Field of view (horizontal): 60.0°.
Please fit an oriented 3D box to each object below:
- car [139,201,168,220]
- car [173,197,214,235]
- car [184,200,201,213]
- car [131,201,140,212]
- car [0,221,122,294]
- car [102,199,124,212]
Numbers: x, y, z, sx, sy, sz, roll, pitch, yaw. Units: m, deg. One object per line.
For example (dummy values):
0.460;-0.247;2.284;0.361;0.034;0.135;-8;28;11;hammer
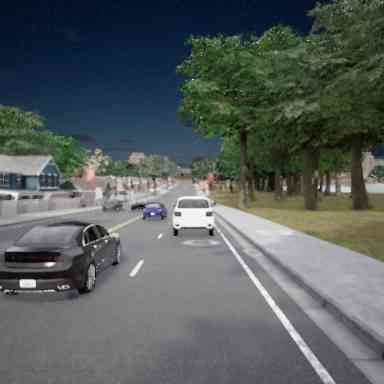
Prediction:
-3.177;1.617;29.200;1.812;1.442;4.674;0;0;0;car
0.081;1.268;19.136;2.150;2.045;5.566;0;0;0;car
0.058;1.721;40.644;2.033;1.411;5.357;0;-1;0;car
-6.558;1.794;42.454;1.895;1.301;4.718;0;-1;0;car
-3.154;1.520;8.812;1.837;1.490;4.892;0;0;0;car
-9.818;1.693;41.581;1.837;1.490;4.892;0;-1;0;car
